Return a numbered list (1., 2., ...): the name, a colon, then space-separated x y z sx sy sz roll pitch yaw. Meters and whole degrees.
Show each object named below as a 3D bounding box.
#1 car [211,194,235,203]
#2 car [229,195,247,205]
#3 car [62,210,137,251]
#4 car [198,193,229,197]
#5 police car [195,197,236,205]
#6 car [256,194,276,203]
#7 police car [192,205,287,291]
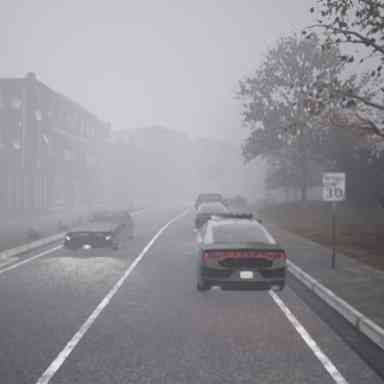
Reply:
1. car: 5.234 1.108 56.405 1.994 1.385 4.181 0 1 41
2. car: 5.936 1.137 45.029 1.882 1.535 5.008 0 1 28
3. car: -3.567 1.467 13.970 2.033 1.411 5.357 0 0 0
4. car: 1.387 1.079 24.667 2.150 2.045 5.566 0 0 5
5. police car: 1.101 1.316 18.921 1.930 1.638 5.238 0 0 1
6. car: 12.258 0.979 55.308 1.812 1.442 4.674 0 1 40
7. police car: 1.050 1.373 8.984 1.930 1.638 5.238 0 0 0
